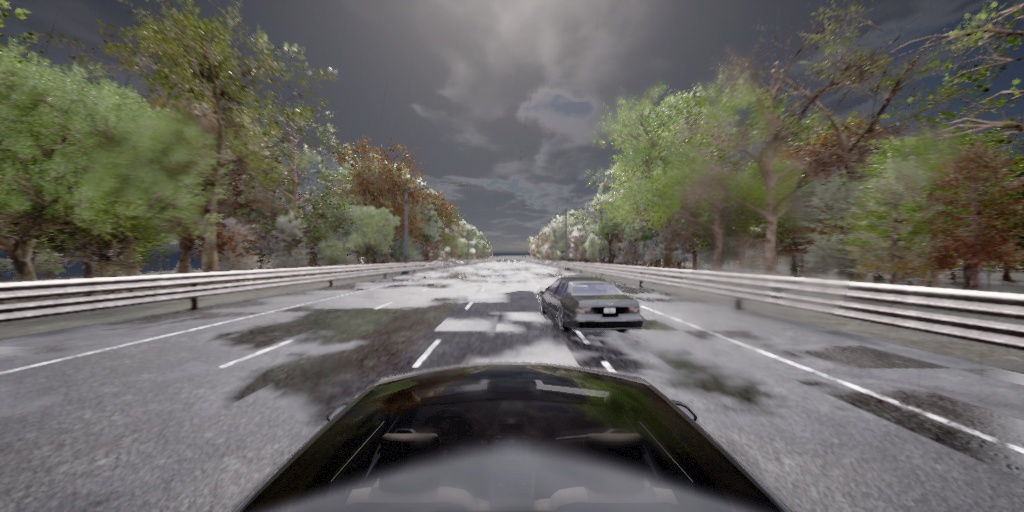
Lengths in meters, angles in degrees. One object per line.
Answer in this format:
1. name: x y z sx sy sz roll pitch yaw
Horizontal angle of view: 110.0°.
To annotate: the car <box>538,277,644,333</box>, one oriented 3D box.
1. car: 2.054 1.326 10.846 2.033 1.411 5.357 0 0 -5
